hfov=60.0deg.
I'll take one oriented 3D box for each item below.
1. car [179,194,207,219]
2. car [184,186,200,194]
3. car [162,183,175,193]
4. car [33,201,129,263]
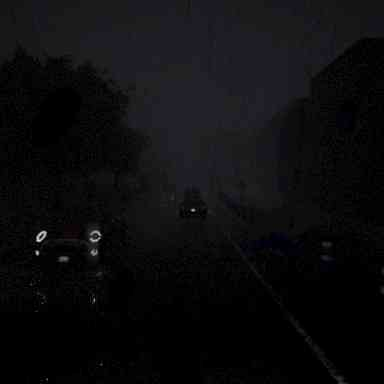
[{"bbox_3d":[0.077,1.107,24.328,1.994,1.385,4.181,0,2,0],"label":"car"},{"bbox_3d":[0.064,0.005,41.483,1.882,1.535,5.008,0,5,0],"label":"car"},{"bbox_3d":[-3.619,-0.667,51.782,1.895,1.301,4.718,0,4,0],"label":"car"},{"bbox_3d":[-3.609,1.258,11.573,2.097,1.767,4.553,0,1,0],"label":"car"}]
